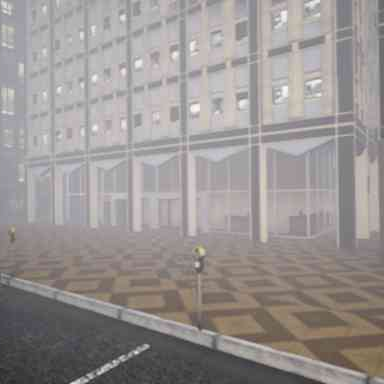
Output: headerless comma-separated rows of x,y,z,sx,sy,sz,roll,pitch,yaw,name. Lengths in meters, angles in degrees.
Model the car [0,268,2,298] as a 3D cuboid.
-5.616,1.645,6.884,4.313,1.339,1.947,-1,-1,35,car
